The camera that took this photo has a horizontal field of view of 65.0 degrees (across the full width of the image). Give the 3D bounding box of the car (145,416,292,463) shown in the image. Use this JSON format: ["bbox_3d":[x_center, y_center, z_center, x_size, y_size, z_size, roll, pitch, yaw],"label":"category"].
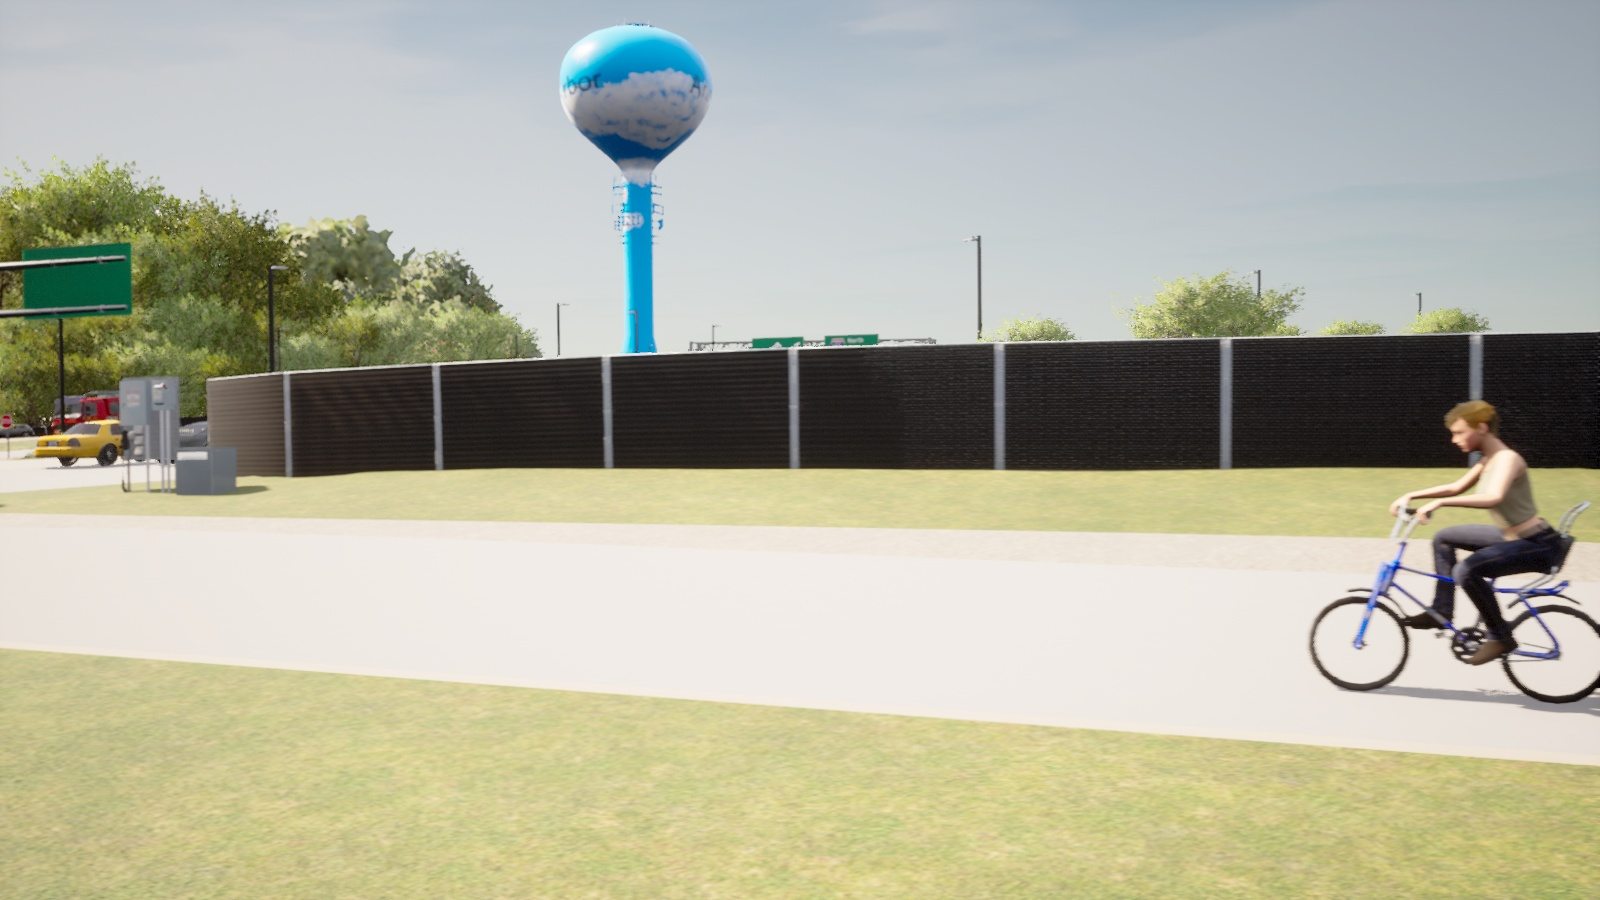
[{"bbox_3d":[-18.767,-0.372,40.745,1.994,1.385,4.181,0,2,18],"label":"car"}]

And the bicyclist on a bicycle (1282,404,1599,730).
[{"bbox_3d":[3.461,0.563,6.824,1.509,1.612,0.866,1,1,18],"label":"bicyclist on a bicycle"}]

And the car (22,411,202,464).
[{"bbox_3d":[-22.337,-0.470,41.077,1.801,1.575,5.366,0,2,18],"label":"car"}]
